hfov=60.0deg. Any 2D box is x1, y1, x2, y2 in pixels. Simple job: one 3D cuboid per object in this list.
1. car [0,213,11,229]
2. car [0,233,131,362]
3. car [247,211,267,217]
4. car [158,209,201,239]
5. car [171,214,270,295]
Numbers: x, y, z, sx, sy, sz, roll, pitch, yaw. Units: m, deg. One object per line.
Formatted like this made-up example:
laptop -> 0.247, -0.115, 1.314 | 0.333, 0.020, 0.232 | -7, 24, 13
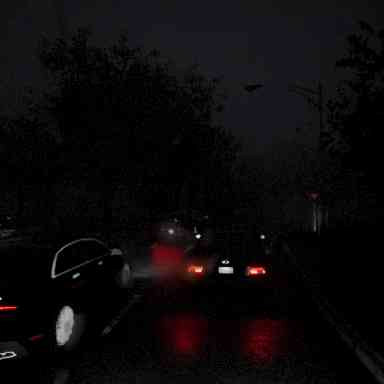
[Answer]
car -> -16.118, 1.966, 25.668 | 4.553, 1.767, 2.097 | -2, -4, 28
car -> -2.558, 1.527, 6.178 | 1.837, 1.490, 4.892 | 0, 0, 6
car -> 10.329, 3.992, 55.685 | 2.128, 1.511, 4.902 | 3, -4, -32
car -> -0.318, 1.673, 17.908 | 1.837, 1.490, 4.892 | -1, -2, 16
car -> 0.994, 1.549, 8.883 | 2.033, 1.411, 5.357 | -1, 0, 8
